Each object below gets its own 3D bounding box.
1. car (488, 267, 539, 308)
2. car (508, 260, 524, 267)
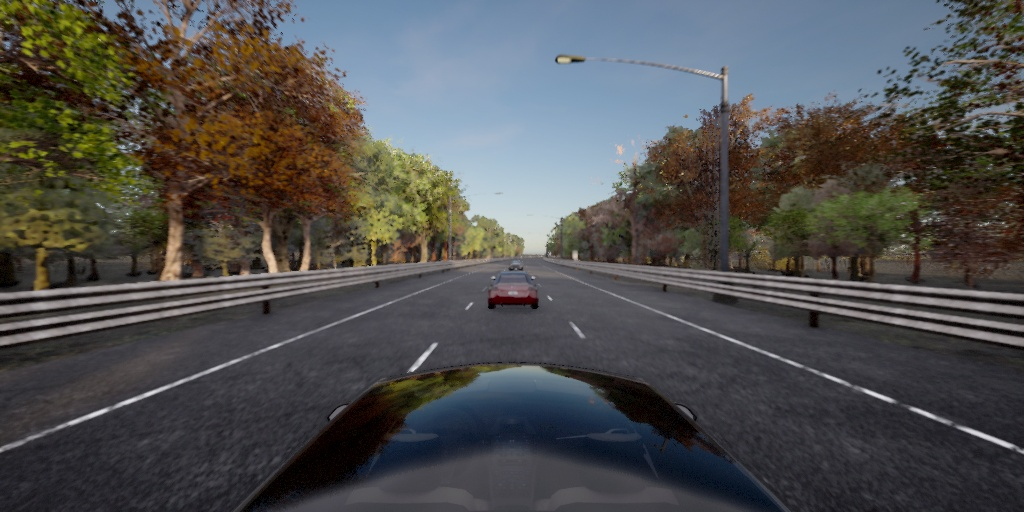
[{"bbox_3d":[0.058,1.330,15.217,1.994,1.385,4.181,0,0,0],"label":"car"},{"bbox_3d":[0.500,1.318,43.140,1.812,1.442,4.674,0,0,1],"label":"car"}]
